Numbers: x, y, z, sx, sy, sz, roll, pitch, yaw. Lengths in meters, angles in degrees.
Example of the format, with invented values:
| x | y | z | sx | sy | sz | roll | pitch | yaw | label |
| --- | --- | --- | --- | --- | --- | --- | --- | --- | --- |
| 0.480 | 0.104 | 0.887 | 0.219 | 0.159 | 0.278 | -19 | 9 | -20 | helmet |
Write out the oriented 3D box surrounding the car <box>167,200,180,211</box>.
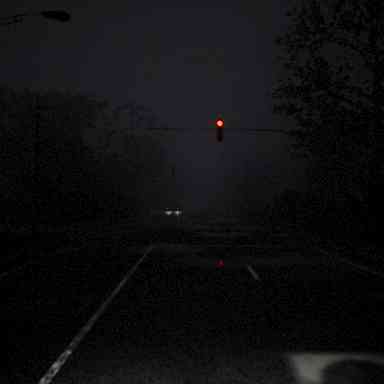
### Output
| x | y | z | sx | sy | sz | roll | pitch | yaw | label |
| --- | --- | --- | --- | --- | --- | --- | --- | --- | --- |
| -3.427 | 2.478 | 61.846 | 2.150 | 2.045 | 5.566 | 0 | 0 | 0 | car |
